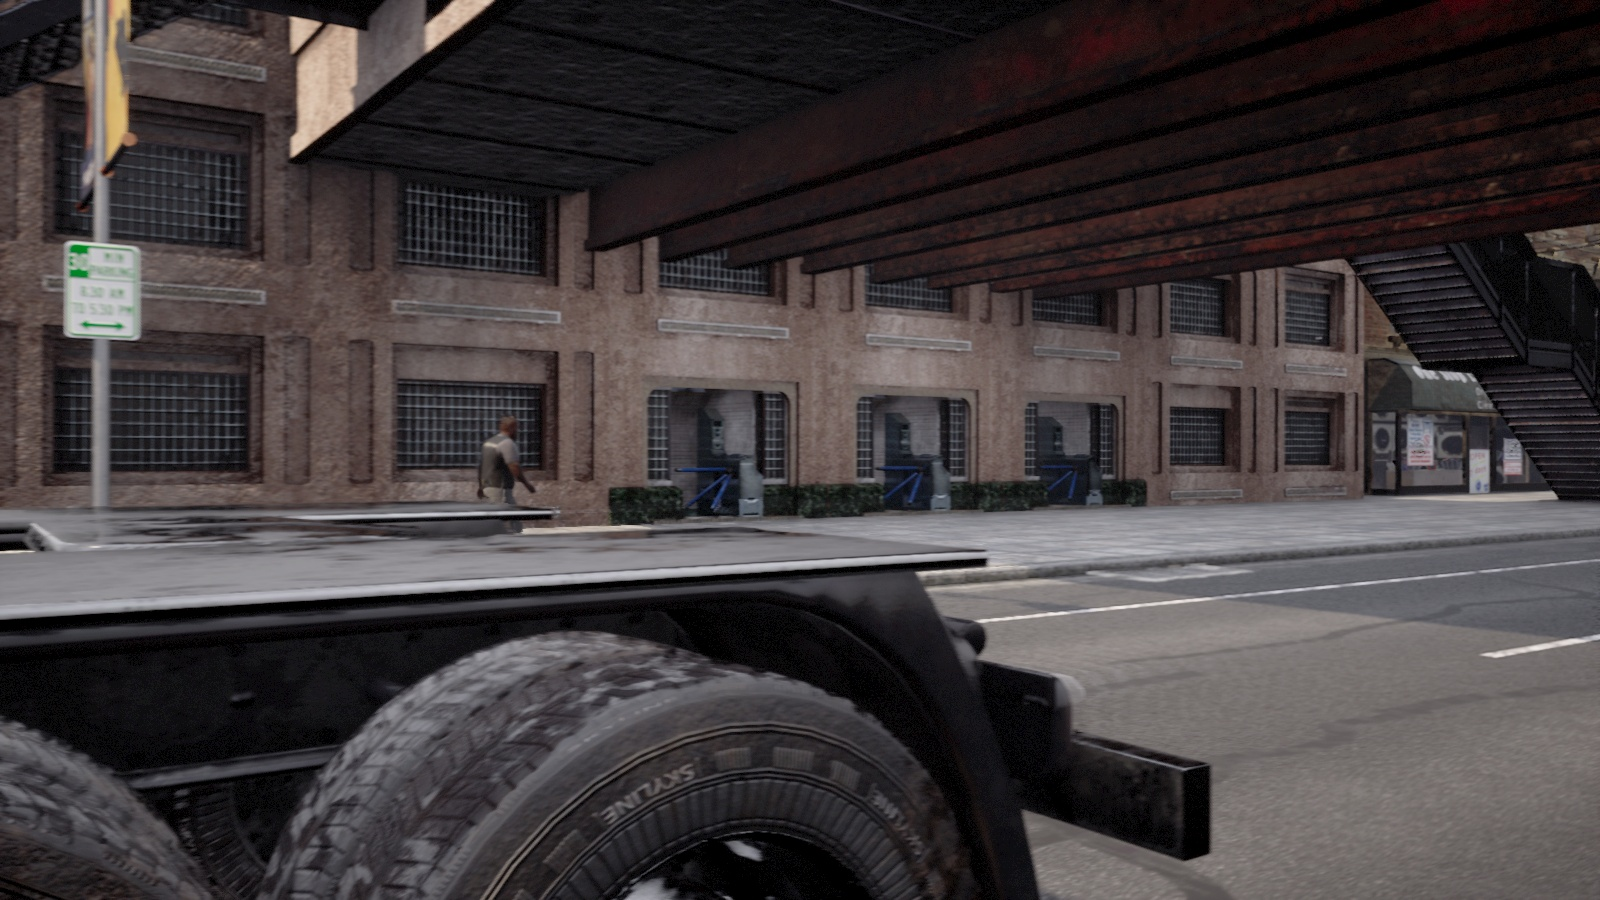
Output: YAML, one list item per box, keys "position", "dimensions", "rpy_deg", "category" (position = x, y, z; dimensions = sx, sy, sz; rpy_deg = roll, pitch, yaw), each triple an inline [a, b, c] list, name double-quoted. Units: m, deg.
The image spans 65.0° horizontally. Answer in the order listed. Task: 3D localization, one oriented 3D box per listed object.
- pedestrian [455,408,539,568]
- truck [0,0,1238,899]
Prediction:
- position: [-3.666, 0.446, 15.215]
  dimensions: [0.849, 1.883, 0.563]
  rpy_deg: [0, 0, -32]
  category: "pedestrian"
- position: [-3.214, -0.227, 1.427]
  dimensions: [7.936, 3.462, 2.891]
  rpy_deg: [0, 0, -35]
  category: "truck"
